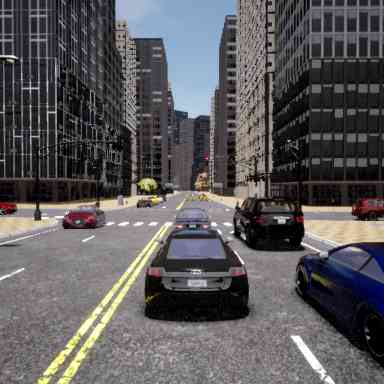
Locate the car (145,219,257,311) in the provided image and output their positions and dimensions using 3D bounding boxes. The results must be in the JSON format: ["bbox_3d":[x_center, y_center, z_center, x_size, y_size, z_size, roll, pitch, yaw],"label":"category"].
[{"bbox_3d":[0.067,1.560,7.821,1.994,1.385,4.181,0,0,-1],"label":"car"}]

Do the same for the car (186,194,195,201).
[{"bbox_3d":[-0.357,1.396,78.676,1.882,1.535,5.008,0,0,0],"label":"car"}]

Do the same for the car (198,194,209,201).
[{"bbox_3d":[2.893,1.396,78.690,1.882,1.535,5.008,0,0,0],"label":"car"}]

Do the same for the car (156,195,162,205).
[{"bbox_3d":[-6.842,1.433,57.146,1.882,1.535,5.008,0,0,0],"label":"car"}]

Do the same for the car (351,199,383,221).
[{"bbox_3d":[16.075,1.520,27.960,5.009,1.841,2.192,1,0,1],"label":"car"}]

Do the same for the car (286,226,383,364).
[{"bbox_3d":[3.334,1.561,5.852,1.994,1.385,4.181,0,0,-1],"label":"car"}]

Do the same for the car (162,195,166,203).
[{"bbox_3d":[-6.832,1.469,66.595,1.812,1.442,4.674,0,0,0],"label":"car"}]

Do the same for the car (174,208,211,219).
[{"bbox_3d":[0.023,1.538,17.043,2.033,1.411,5.357,0,0,0],"label":"car"}]

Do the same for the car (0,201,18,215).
[{"bbox_3d":[-18.883,1.328,30.961,5.008,1.535,1.882,1,1,1],"label":"car"}]

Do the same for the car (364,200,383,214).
[{"bbox_3d":[21.646,1.643,36.272,4.829,1.417,1.752,1,0,1],"label":"car"}]

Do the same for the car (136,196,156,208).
[{"bbox_3d":[-6.809,1.530,48.218,1.994,1.385,4.181,0,0,0],"label":"car"}]

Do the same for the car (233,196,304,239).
[{"bbox_3d":[3.306,1.213,15.272,2.150,2.045,5.566,0,0,-2],"label":"car"}]

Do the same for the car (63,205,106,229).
[{"bbox_3d":[-6.800,1.552,21.429,1.994,1.385,4.181,0,0,-4],"label":"car"}]

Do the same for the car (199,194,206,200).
[{"bbox_3d":[2.845,1.243,89.107,1.837,1.490,4.892,0,0,0],"label":"car"}]

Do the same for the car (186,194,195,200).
[{"bbox_3d":[-0.405,1.268,89.093,2.128,1.511,4.902,0,0,0],"label":"car"}]
